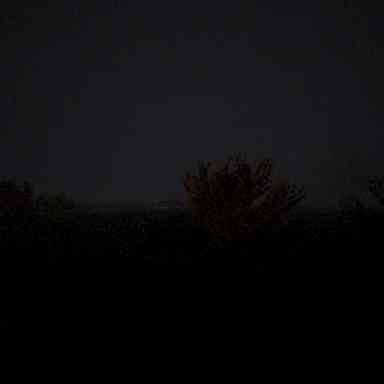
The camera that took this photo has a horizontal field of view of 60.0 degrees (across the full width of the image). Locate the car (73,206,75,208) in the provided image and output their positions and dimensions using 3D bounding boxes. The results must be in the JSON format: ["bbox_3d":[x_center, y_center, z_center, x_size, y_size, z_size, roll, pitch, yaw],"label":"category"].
[{"bbox_3d":[-17.952,1.777,43.209,2.033,1.411,5.357,-1,-1,36],"label":"car"}]

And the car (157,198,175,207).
[{"bbox_3d":[-4.344,1.960,61.925,1.882,1.535,5.008,-1,-2,36],"label":"car"}]

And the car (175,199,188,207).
[{"bbox_3d":[-0.570,1.973,61.016,1.812,1.442,4.674,-1,-1,36],"label":"car"}]
